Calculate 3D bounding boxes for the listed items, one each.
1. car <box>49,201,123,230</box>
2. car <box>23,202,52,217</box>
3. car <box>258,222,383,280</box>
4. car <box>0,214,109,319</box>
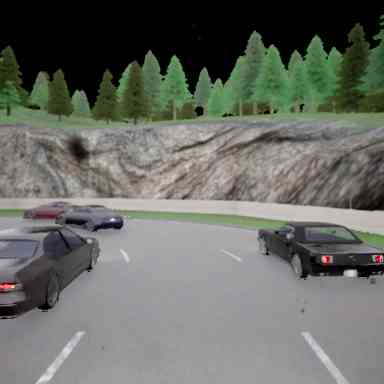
[{"bbox_3d":[-5.800,1.419,18.669,4.181,1.385,1.994,0,0,37],"label":"car"},{"bbox_3d":[-9.915,1.378,23.891,4.181,1.385,1.994,0,0,13],"label":"car"},{"bbox_3d":[3.402,1.526,9.728,1.895,1.301,4.718,0,0,-5],"label":"car"},{"bbox_3d":[-3.545,1.488,7.524,2.033,1.411,5.357,0,0,-3],"label":"car"}]
